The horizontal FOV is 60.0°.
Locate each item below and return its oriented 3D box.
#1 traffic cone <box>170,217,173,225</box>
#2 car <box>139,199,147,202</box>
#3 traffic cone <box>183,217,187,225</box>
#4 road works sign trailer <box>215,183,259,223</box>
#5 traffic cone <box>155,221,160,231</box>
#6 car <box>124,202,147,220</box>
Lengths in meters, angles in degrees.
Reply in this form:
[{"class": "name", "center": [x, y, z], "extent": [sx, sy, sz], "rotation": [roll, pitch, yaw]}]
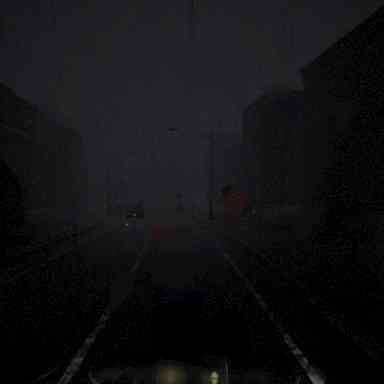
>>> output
[{"class": "traffic cone", "center": [-1.522, 2.148, 24.395], "extent": [0.340, 0.580, 0.340], "rotation": [0, -1, -4]}, {"class": "car", "center": [-10.653, 2.255, 72.310], "extent": [1.882, 1.535, 5.008], "rotation": [0, 1, -7]}, {"class": "traffic cone", "center": [-0.526, 2.144, 24.474], "extent": [0.340, 0.580, 0.340], "rotation": [0, -1, -4]}, {"class": "road works sign trailer", "center": [3.291, 1.114, 24.217], "extent": [2.380, 2.880, 3.560], "rotation": [46, 22, 21]}, {"class": "traffic cone", "center": [-2.043, 2.037, 18.331], "extent": [0.340, 0.580, 0.340], "rotation": [0, -1, -5]}, {"class": "car", "center": [-5.725, 2.007, 33.809], "extent": [1.837, 1.490, 4.892], "rotation": [0, -2, -7]}]
